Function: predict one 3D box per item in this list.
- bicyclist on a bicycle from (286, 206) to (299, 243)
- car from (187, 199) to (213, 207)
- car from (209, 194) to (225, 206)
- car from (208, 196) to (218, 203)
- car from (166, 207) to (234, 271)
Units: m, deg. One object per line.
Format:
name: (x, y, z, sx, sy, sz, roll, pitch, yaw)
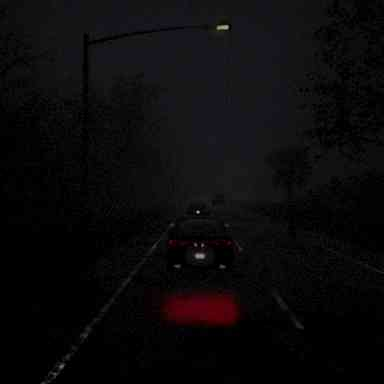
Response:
bicyclist on a bicycle: (4.684, 1.493, 15.499, 0.582, 1.620, 1.656, 0, 0, 1)
car: (0.521, 1.607, 29.000, 1.994, 1.385, 4.181, 0, 0, 1)
car: (4.438, 1.322, 56.364, 2.150, 2.045, 5.566, 0, 0, 1)
car: (4.602, 1.652, 73.682, 1.812, 1.442, 4.674, 0, 0, 1)
car: (0.248, 1.494, 10.996, 1.882, 1.535, 5.008, 0, 0, 1)
